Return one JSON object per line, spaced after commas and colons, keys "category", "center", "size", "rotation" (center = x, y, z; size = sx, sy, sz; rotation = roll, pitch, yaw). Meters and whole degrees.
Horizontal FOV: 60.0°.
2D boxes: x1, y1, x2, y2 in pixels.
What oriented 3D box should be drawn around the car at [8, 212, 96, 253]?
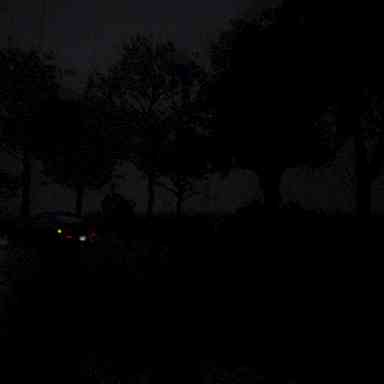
{"category": "car", "center": [-5.865, 1.555, 13.913], "size": [4.674, 1.442, 1.812], "rotation": [0, -1, 40]}
